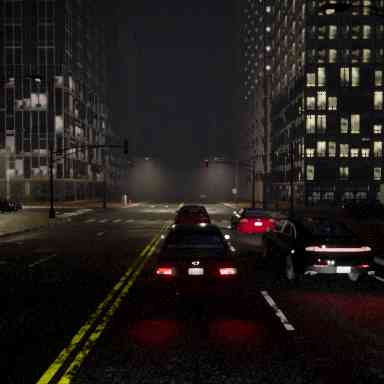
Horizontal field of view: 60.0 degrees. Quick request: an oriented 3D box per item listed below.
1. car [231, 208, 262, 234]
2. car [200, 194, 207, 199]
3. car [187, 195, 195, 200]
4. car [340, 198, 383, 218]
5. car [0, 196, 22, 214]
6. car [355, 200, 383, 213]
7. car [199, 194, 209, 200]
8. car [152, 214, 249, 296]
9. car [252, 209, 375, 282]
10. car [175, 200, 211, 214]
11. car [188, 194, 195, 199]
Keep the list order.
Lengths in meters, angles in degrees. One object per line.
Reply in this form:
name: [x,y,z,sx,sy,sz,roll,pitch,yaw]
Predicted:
car: [3.306,1.554,18.504,1.994,1.385,4.181,0,0,0]
car: [3.033,1.262,91.431,1.812,1.442,4.674,0,0,0]
car: [-0.193,1.438,81.422,1.812,1.442,4.674,0,0,0]
car: [16.130,1.517,30.256,5.009,1.841,2.192,1,0,1]
car: [-19.545,1.194,33.344,4.553,1.767,2.097,0,1,1]
car: [21.719,1.641,38.555,4.829,1.417,1.752,1,0,1]
car: [3.057,1.509,81.459,1.895,1.301,4.718,0,0,0]
car: [0.081,1.543,8.789,2.033,1.411,5.357,0,0,0]
car: [3.326,1.487,9.704,2.128,1.511,4.902,0,0,0]
car: [0.061,1.467,18.609,1.882,1.535,5.008,0,0,1]
car: [-0.217,1.333,91.454,1.895,1.301,4.718,0,0,0]
